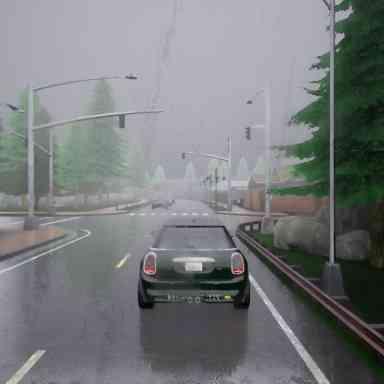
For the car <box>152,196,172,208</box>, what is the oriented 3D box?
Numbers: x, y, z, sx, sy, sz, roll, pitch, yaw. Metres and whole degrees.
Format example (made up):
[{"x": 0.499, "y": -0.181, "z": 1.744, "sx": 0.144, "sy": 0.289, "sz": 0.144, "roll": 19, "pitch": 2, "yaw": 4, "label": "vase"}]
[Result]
[{"x": -4.115, "y": 1.534, "z": 43.746, "sx": 1.994, "sy": 1.385, "sz": 4.181, "roll": 0, "pitch": 0, "yaw": -1, "label": "car"}]

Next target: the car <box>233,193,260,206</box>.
[{"x": 8.358, "y": 1.146, "z": 51.295, "sx": 3.866, "sy": 1.878, "sz": 1.905, "roll": 0, "pitch": 0, "yaw": -1, "label": "car"}]

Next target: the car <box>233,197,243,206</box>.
[{"x": 8.776, "y": 1.144, "z": 48.785, "sx": 4.605, "sy": 1.855, "sz": 1.932, "roll": 0, "pitch": 0, "yaw": -1, "label": "car"}]

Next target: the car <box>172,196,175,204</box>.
[{"x": -4.204, "y": 1.571, "z": 53.601, "sx": 1.895, "sy": 1.301, "sz": 4.718, "roll": 0, "pitch": 0, "yaw": 0, "label": "car"}]

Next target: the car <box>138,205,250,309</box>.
[{"x": 0.051, "y": 1.352, "z": 8.046, "sx": 2.097, "sy": 1.767, "sz": 4.553, "roll": 0, "pitch": 0, "yaw": 0, "label": "car"}]

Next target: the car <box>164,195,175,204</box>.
[{"x": -4.290, "y": 1.448, "z": 63.780, "sx": 1.882, "sy": 1.535, "sz": 5.008, "roll": 0, "pitch": 0, "yaw": 0, "label": "car"}]
